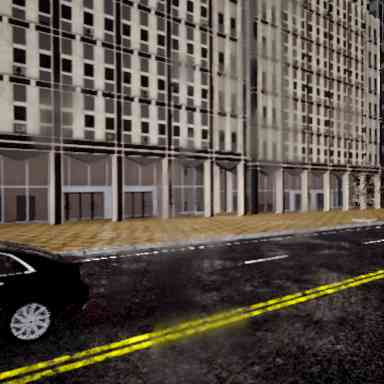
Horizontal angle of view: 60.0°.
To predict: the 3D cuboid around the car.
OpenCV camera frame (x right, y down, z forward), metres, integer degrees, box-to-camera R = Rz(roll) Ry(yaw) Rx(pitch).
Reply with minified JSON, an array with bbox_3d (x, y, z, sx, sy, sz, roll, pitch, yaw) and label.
[{"bbox_3d":[-4.009,1.502,4.802,4.892,1.490,1.837,1,-1,-35],"label":"car"}]
